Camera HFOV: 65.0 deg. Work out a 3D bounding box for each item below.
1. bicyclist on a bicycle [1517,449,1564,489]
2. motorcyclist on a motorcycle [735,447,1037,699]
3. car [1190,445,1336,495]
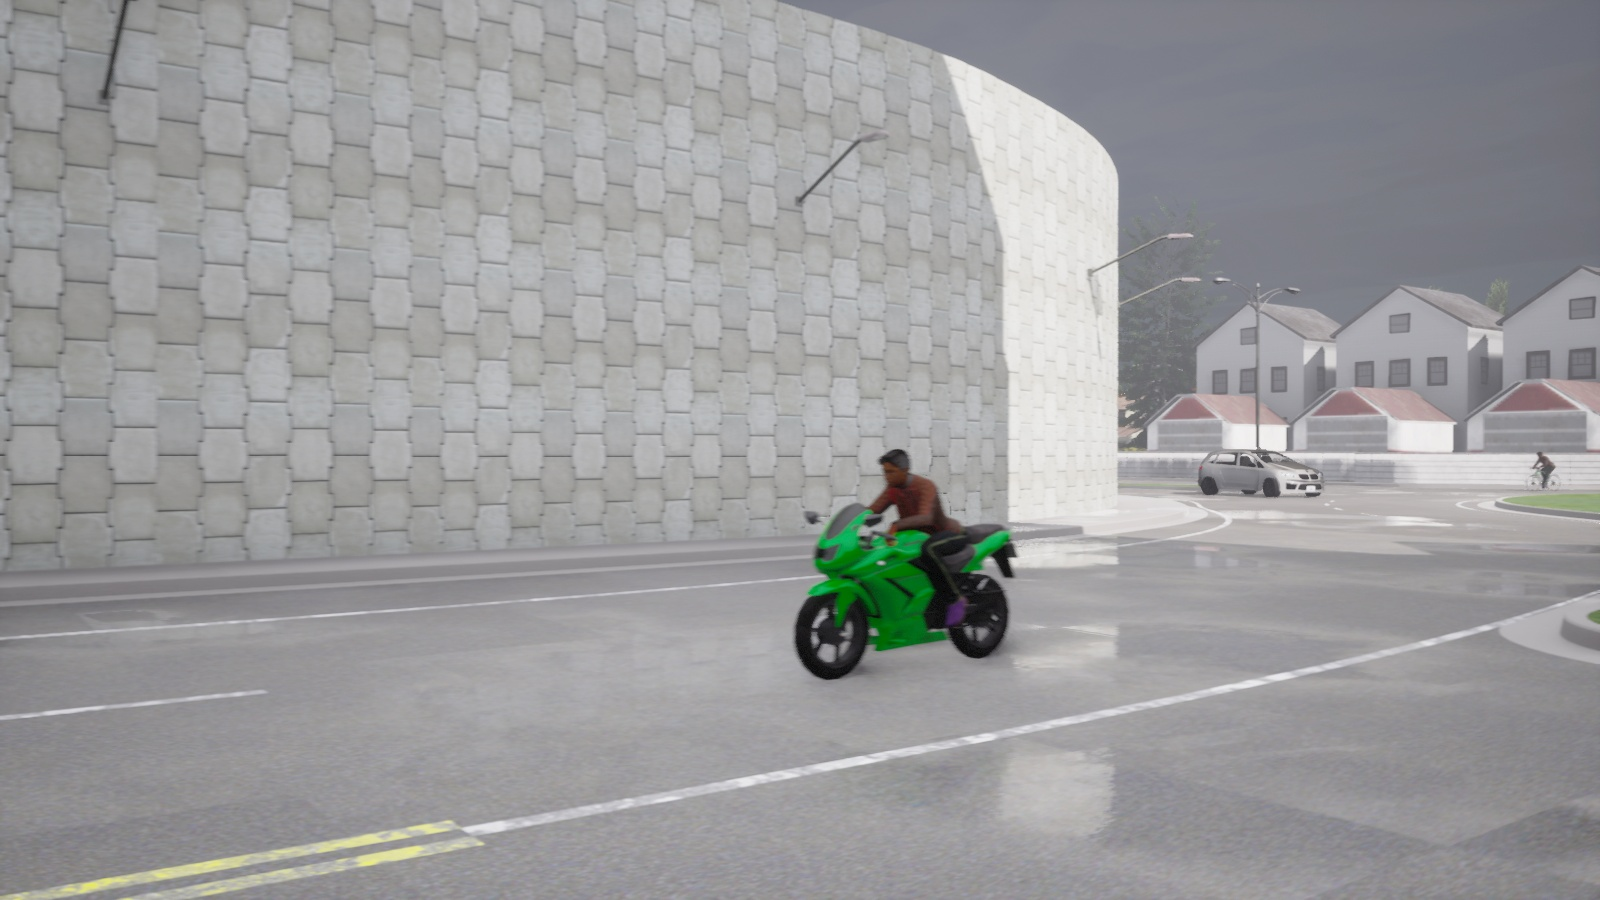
[{"bbox_3d":[29.980,0.758,50.860,1.656,1.620,0.582,0,1,-11],"label":"bicyclist on a bicycle"},{"bbox_3d":[0.626,0.746,8.555,2.044,1.523,0.797,0,0,-39],"label":"motorcyclist on a motorcycle"},{"bbox_3d":[16.248,0.663,44.299,2.242,1.667,4.611,0,0,-25],"label":"car"}]
